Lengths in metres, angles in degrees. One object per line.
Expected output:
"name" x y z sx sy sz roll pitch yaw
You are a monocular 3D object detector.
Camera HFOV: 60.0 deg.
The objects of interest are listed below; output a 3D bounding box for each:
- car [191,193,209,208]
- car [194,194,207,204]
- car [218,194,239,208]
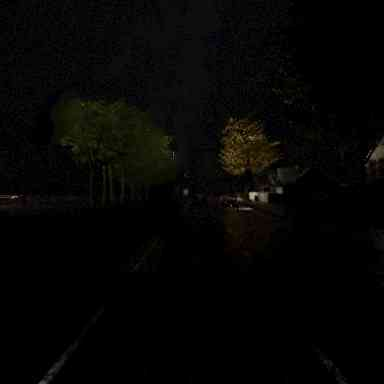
"car" 0.960 0.946 39.562 2.097 1.767 4.553 0 1 2
"car" 1.257 0.995 49.906 1.812 1.442 4.674 0 1 2
"car" 4.460 1.197 39.526 1.895 1.301 4.718 0 1 2
